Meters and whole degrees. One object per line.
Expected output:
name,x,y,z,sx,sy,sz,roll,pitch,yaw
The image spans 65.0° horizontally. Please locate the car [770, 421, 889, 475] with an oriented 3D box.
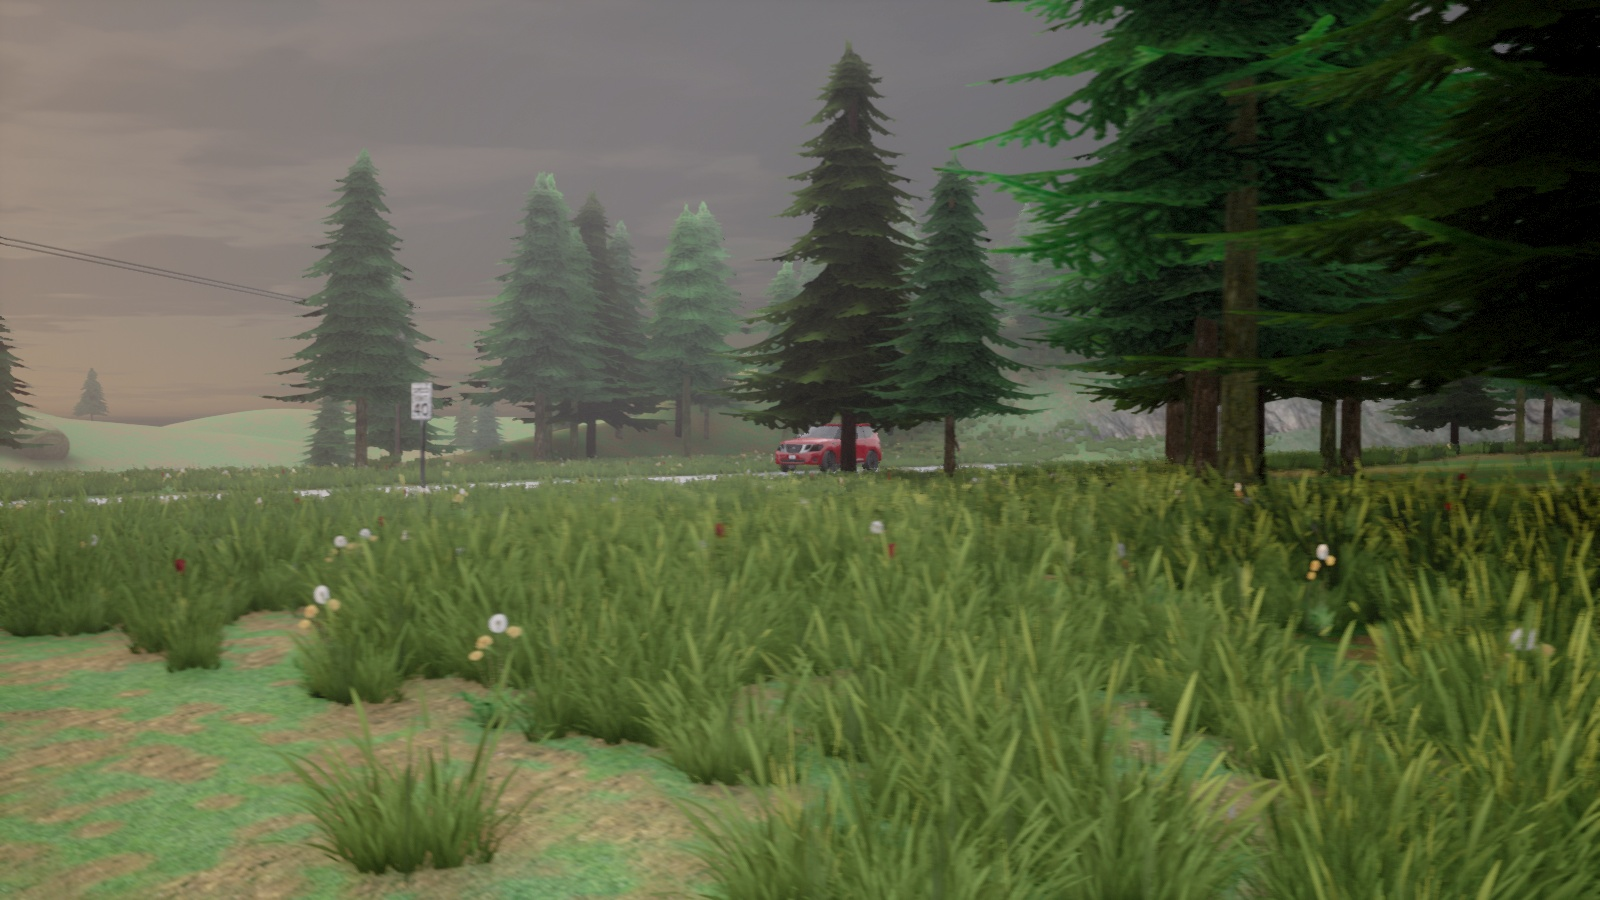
car,1.263,-0.114,50.744,2.150,2.045,5.566,0,1,34
